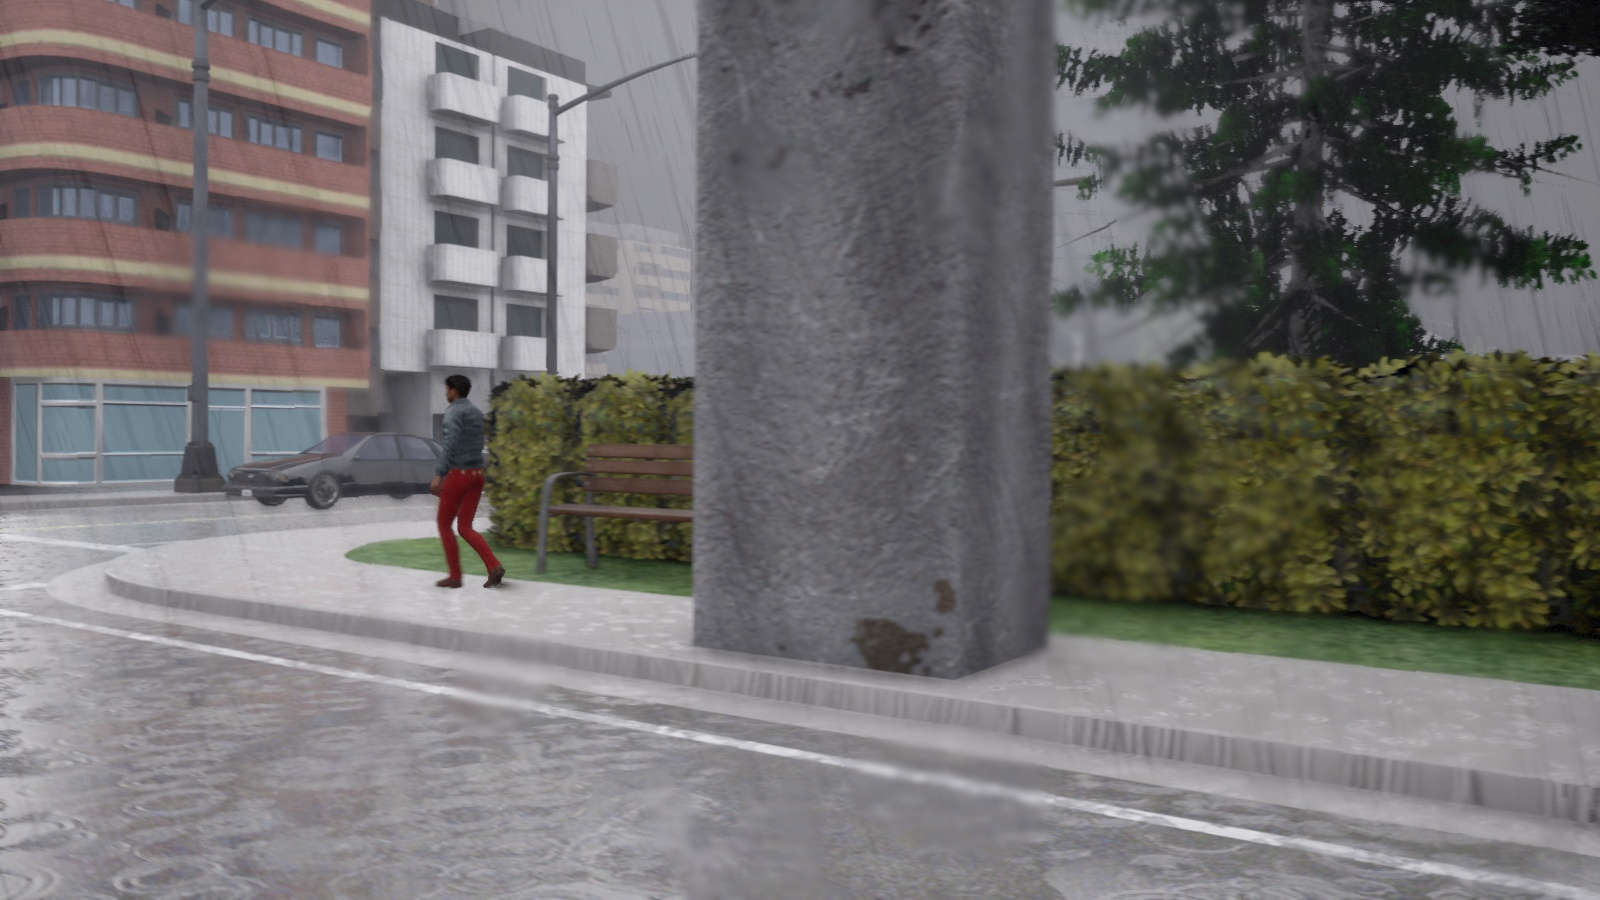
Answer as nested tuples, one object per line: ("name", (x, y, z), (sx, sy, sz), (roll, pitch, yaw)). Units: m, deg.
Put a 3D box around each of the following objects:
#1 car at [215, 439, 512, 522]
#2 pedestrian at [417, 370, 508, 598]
("car", (-8.399, 0.517, 24.728), (2.033, 1.411, 5.357), (0, 1, 34))
("pedestrian", (-2.808, 0.274, 10.448), (0.614, 1.847, 0.353), (0, 1, 19))
